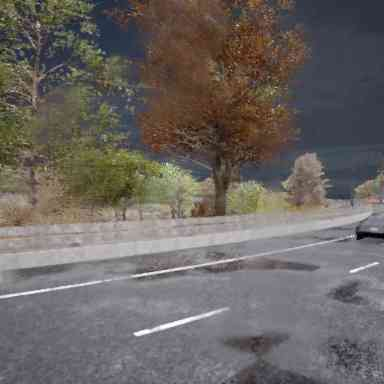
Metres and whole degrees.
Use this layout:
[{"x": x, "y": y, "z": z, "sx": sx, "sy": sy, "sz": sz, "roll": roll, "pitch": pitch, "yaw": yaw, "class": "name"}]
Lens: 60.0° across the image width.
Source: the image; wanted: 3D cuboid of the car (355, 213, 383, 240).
[{"x": 10.330, "y": 1.815, "z": 17.699, "sx": 4.181, "sy": 1.385, "sz": 1.994, "roll": 1, "pitch": -1, "yaw": -45, "class": "car"}]
